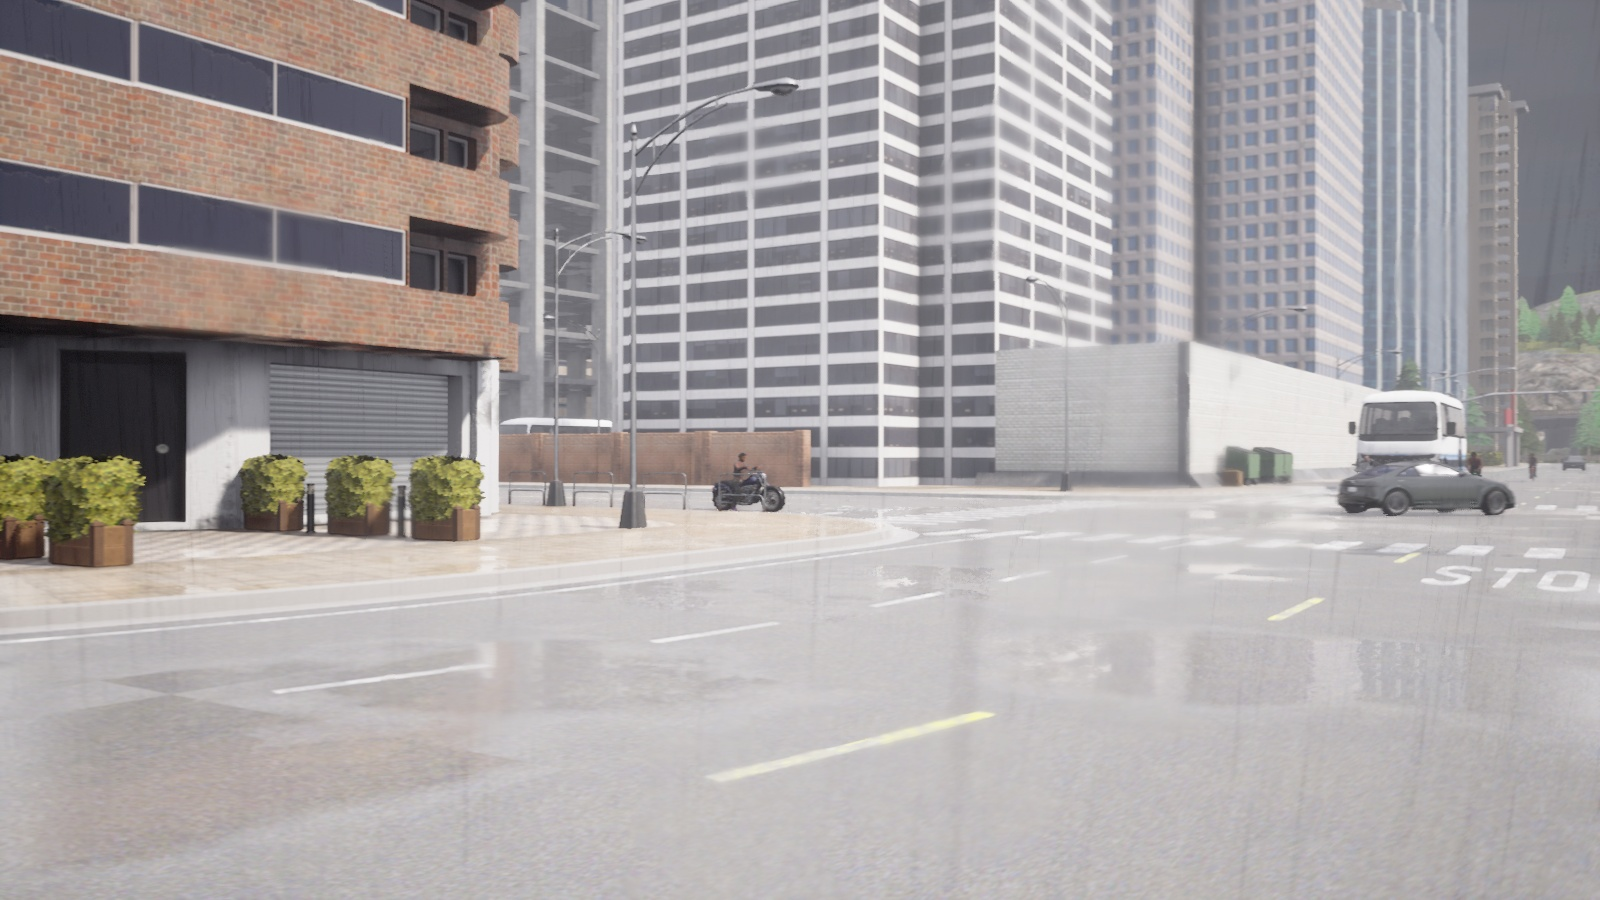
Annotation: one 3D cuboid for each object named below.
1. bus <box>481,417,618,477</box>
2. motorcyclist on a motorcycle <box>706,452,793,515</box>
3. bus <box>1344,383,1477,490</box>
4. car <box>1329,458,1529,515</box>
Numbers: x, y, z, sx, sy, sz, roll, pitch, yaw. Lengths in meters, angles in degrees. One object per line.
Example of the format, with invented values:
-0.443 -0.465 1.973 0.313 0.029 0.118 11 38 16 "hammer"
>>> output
-18.681 -0.186 94.547 3.944 4.253 10.273 0 0 34 "bus"
-1.376 0.875 33.874 2.350 1.649 0.766 0 0 34 "motorcyclist on a motorcycle"
27.063 -0.513 55.362 3.944 4.253 10.273 0 0 33 "bus"
16.063 0.913 32.170 4.181 1.385 1.994 0 0 -9 "car"
